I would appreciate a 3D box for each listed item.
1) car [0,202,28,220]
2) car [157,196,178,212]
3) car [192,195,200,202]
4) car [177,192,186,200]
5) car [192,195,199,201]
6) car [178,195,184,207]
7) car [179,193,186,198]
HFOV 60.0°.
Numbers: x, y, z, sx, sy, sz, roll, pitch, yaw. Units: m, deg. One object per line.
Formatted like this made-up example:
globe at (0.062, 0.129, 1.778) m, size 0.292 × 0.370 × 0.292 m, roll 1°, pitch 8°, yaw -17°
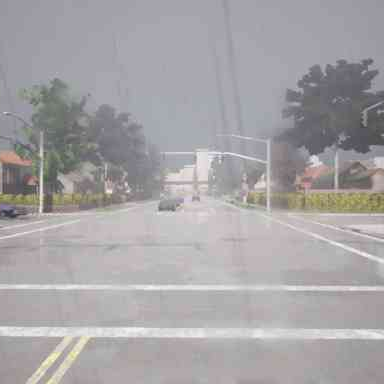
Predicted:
car at (-16.453, 1.547, 27.418) m, size 5.357 × 1.411 × 2.033 m, roll 0°, pitch 0°, yaw 4°
car at (-2.848, 1.505, 38.039) m, size 1.837 × 1.490 × 4.892 m, roll 0°, pitch 0°, yaw -1°
car at (0.964, 1.500, 79.081) m, size 1.837 × 1.490 × 4.892 m, roll 0°, pitch 0°, yaw 0°
car at (-2.509, 0.969, 83.287) m, size 2.097 × 1.767 × 4.553 m, roll 0°, pitch 0°, yaw 0°
car at (1.032, 1.514, 89.479) m, size 1.812 × 1.442 × 4.674 m, roll 0°, pitch 0°, yaw 0°
car at (-2.811, 1.547, 51.778) m, size 2.033 × 1.411 × 5.357 m, roll 0°, pitch 0°, yaw 0°
car at (-2.624, 1.477, 68.130) m, size 1.882 × 1.535 × 5.008 m, roll 0°, pitch 0°, yaw 1°
